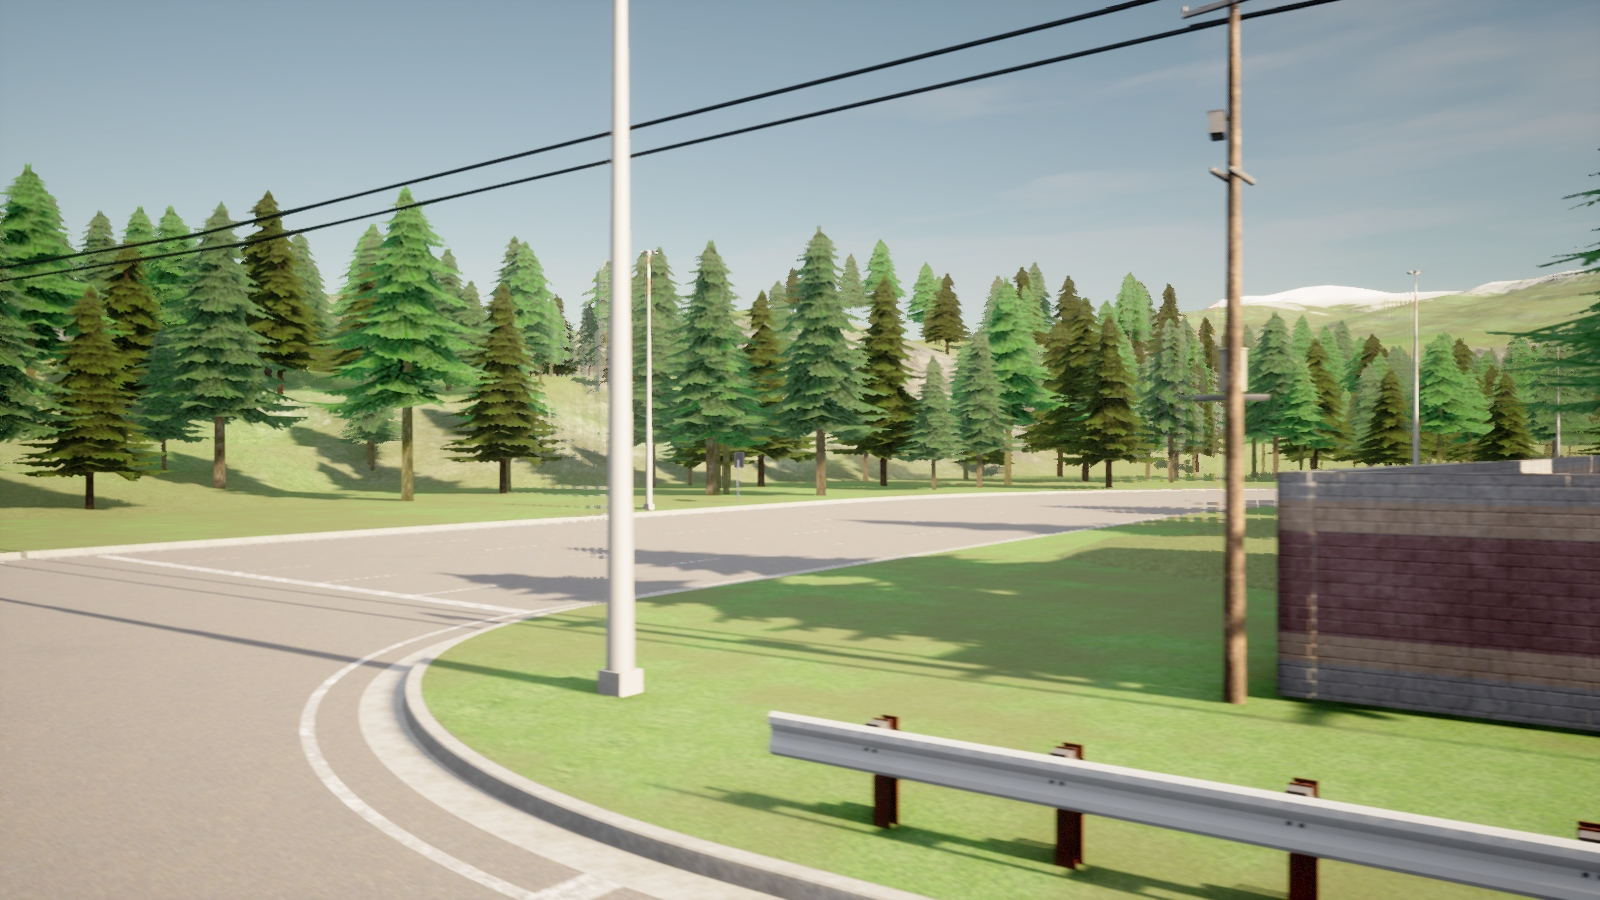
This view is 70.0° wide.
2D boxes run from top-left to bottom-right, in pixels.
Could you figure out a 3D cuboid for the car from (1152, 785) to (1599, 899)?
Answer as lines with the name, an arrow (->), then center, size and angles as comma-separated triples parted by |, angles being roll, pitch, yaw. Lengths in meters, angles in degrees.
car -> 3.149, 1.982, 1.580 | 5.238, 1.638, 2.097 | 0, 0, 35
